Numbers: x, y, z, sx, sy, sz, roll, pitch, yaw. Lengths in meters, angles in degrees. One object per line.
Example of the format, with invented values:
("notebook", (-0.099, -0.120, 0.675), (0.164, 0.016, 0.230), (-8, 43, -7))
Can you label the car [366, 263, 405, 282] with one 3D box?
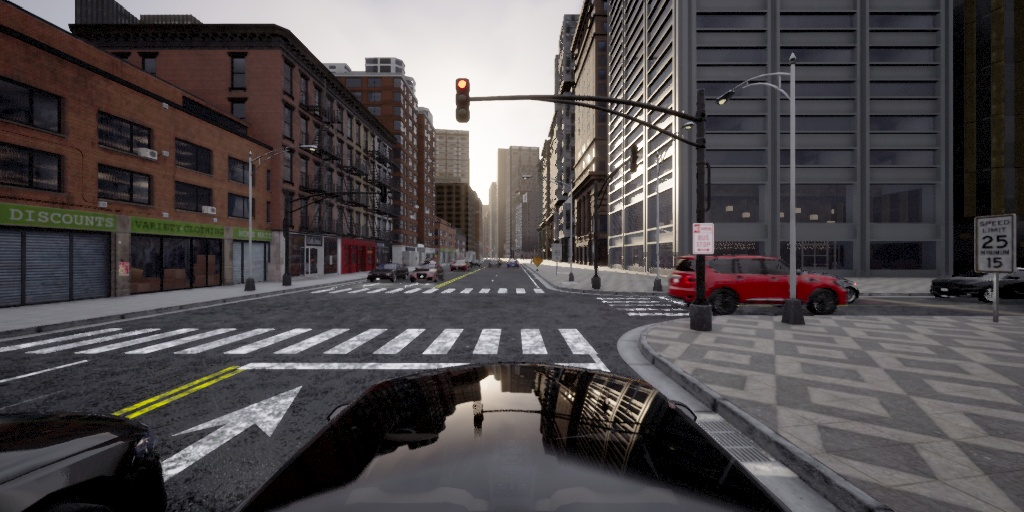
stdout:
("car", (-9.793, 1.291, 28.859), (2.033, 1.411, 5.357), (0, 0, 0))

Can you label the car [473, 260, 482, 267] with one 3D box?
("car", (-6.371, 1.366, 62.774), (1.895, 1.301, 4.718), (0, 0, 0))

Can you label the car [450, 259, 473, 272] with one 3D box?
("car", (-6.503, 1.207, 45.172), (1.882, 1.535, 5.008), (0, 0, 0))

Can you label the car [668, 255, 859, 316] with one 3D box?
("car", (8.600, 0.979, 12.940), (5.566, 2.045, 2.150), (0, 0, 1))

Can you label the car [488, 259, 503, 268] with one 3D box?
("car", (-3.023, 1.206, 61.384), (2.128, 1.511, 4.902), (0, 0, 0))

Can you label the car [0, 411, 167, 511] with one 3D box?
("car", (-3.153, 1.241, 0.283), (2.128, 1.511, 4.902), (0, 0, 0))

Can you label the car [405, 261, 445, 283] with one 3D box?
("car", (-6.543, 1.308, 28.036), (1.994, 1.385, 4.181), (0, 0, 0))

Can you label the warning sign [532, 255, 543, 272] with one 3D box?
("warning sign", (2.934, 0.848, 41.273), (1.300, 1.860, 1.060), (0, 0, 0))

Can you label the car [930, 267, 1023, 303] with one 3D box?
("car", (21.916, 1.246, 16.082), (5.008, 1.535, 1.882), (0, 0, 0))

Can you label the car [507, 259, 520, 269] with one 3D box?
("car", (0.160, 1.243, 57.357), (1.812, 1.442, 4.674), (0, 0, 1))
